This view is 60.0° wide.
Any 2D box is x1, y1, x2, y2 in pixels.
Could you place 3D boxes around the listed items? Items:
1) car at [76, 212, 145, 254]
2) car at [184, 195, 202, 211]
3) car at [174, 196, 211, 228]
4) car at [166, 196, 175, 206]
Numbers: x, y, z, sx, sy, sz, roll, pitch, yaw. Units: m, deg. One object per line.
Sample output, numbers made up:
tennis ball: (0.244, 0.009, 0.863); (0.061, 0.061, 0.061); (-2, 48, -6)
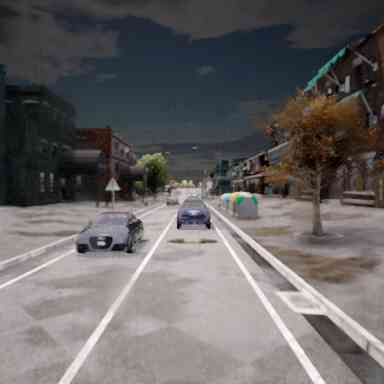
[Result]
car: (-3.102, 1.506, 13.328); (1.994, 1.385, 4.181); (0, 2, 0)
car: (0.094, 1.270, 39.793); (2.097, 1.767, 4.553); (0, 0, 0)
car: (0.098, 1.312, 22.106); (2.097, 1.767, 4.553); (0, 0, 0)
car: (-3.071, 1.445, 53.684); (1.812, 1.442, 4.674); (0, 0, 0)
